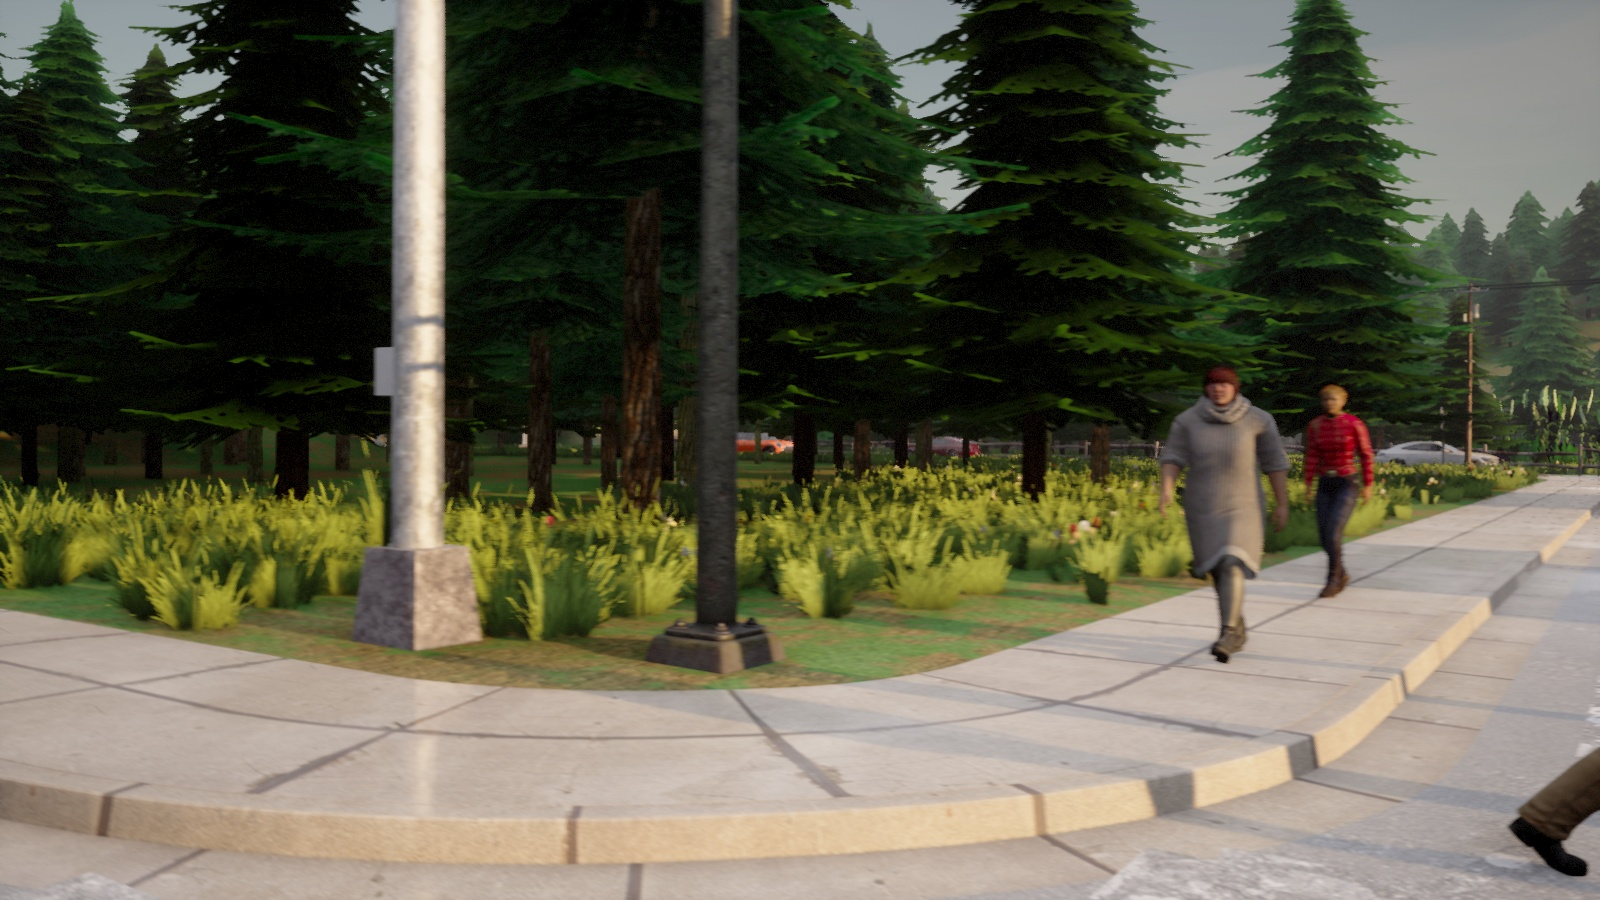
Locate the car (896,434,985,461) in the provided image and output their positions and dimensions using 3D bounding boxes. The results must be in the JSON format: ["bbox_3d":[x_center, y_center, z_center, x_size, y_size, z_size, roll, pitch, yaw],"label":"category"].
[{"bbox_3d":[7.876,-0.139,70.782,4.674,1.442,1.812,0,1,36],"label":"car"}]

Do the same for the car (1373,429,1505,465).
[{"bbox_3d":[26.709,-0.122,52.551,4.674,1.442,1.812,0,1,38],"label":"car"}]

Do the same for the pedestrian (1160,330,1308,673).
[{"bbox_3d":[2.665,0.287,7.678,0.659,1.952,0.873,0,1,33],"label":"pedestrian"}]

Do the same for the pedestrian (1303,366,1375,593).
[{"bbox_3d":[4.540,0.236,10.568,0.636,1.846,0.331,-1,1,-45],"label":"pedestrian"}]

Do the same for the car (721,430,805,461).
[{"bbox_3d":[-2.183,-0.242,73.724,4.553,1.767,2.097,0,1,36],"label":"car"}]

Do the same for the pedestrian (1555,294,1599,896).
[{"bbox_3d":[2.865,0.464,4.080,0.692,1.930,0.396,0,1,30],"label":"pedestrian"}]
